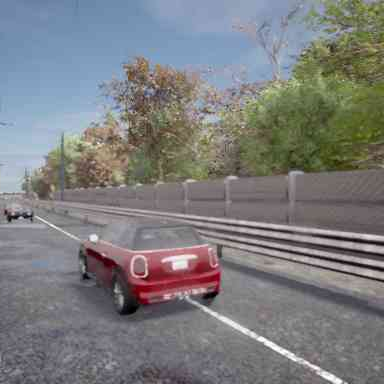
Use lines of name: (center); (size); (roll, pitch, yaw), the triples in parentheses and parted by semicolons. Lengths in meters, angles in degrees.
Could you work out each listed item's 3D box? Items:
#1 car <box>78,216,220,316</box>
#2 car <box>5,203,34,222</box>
car: (-1.300, 1.395, 8.047); (2.097, 1.767, 4.553); (0, 0, -30)
car: (-15.021, 1.840, 29.050); (1.895, 1.301, 4.718); (0, 0, -30)
